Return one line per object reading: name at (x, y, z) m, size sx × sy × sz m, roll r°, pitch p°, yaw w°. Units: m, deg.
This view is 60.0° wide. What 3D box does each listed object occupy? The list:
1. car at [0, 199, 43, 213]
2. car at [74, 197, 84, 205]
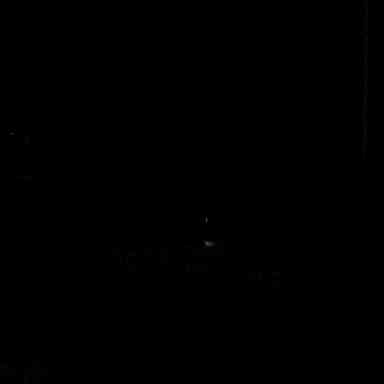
car at (-16.703, 1.338, 32.439) m, size 2.008 × 1.369 × 4.403 m, roll 2°, pitch 2°, yaw 36°
car at (-17.678, 1.127, 45.719) m, size 2.008 × 1.369 × 4.403 m, roll 2°, pitch 2°, yaw 36°
